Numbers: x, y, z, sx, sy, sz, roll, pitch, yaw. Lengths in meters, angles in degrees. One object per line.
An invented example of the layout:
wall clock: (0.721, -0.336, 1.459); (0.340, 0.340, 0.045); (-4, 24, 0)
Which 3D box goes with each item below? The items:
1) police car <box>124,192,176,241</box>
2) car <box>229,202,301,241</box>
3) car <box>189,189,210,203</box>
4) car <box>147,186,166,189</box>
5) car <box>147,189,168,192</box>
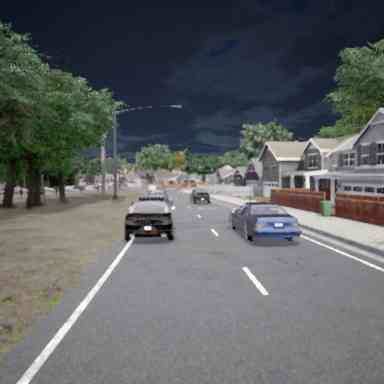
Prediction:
police car: (-1.753, 1.017, 14.499); (1.930, 1.638, 5.238); (0, 2, -4)
car: (2.896, 1.139, 14.269); (2.033, 1.411, 5.357); (0, 2, -4)
car: (0.785, 0.424, 36.499); (1.837, 1.490, 4.892); (0, 2, -7)
car: (-3.154, 0.568, 30.540); (1.801, 1.575, 5.366); (0, 2, -6)
car: (-2.533, 0.805, 24.374); (1.837, 1.490, 4.892); (0, 2, -5)
